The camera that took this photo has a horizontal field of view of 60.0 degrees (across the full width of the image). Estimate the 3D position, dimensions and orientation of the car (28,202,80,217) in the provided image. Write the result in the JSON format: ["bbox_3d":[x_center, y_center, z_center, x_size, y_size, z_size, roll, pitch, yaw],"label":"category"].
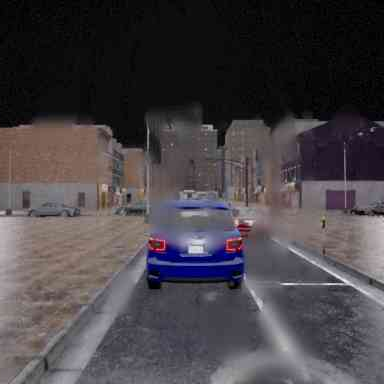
[{"bbox_3d":[-11.934,1.587,28.895,4.181,1.385,1.994,0,-2,0],"label":"car"}]

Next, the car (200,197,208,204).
[{"bbox_3d":[2.758,1.904,76.369,1.752,1.417,4.829,1,-1,0],"label":"car"}]

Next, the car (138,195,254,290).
[{"bbox_3d":[0.053,1.229,9.225,2.150,2.045,5.566,0,0,-1],"label":"car"}]

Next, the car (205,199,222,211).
[{"bbox_3d":[2.714,1.679,43.575,1.947,1.339,4.313,1,0,0],"label":"car"}]

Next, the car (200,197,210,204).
[{"bbox_3d":[2.751,1.851,70.932,1.752,1.417,4.829,1,-1,0],"label":"car"}]

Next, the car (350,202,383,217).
[{"bbox_3d":[18.014,1.618,31.615,5.357,1.411,2.033,0,-2,0],"label":"car"}]

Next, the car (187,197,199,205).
[{"bbox_3d":[0.187,1.771,65.917,2.128,1.511,4.902,0,-1,0],"label":"car"}]

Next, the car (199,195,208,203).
[{"bbox_3d":[2.769,1.747,81.640,2.192,1.841,5.009,1,-1,0],"label":"car"}]

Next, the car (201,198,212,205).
[{"bbox_3d":[2.742,1.840,65.324,1.947,1.339,4.313,1,-1,0],"label":"car"}]

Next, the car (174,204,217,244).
[{"bbox_3d":[0.118,1.498,17.015,1.882,1.535,5.008,0,0,-1],"label":"car"}]

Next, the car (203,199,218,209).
[{"bbox_3d":[2.720,1.713,49.012,1.947,1.339,4.313,1,0,0],"label":"car"}]

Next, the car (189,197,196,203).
[{"bbox_3d":[0.114,1.962,84.401,1.837,1.490,4.892,0,-1,0],"label":"car"}]

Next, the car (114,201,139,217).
[{"bbox_3d":[-4.930,1.592,31.790,4.892,1.490,1.837,0,-2,0],"label":"car"}]

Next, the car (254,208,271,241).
[{"bbox_3d":[2.683,1.460,16.829,1.967,1.590,4.097,2,0,0],"label":"car"}]

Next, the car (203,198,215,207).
[{"bbox_3d":[2.729,1.711,54.619,1.752,1.417,4.829,1,0,0],"label":"car"}]
